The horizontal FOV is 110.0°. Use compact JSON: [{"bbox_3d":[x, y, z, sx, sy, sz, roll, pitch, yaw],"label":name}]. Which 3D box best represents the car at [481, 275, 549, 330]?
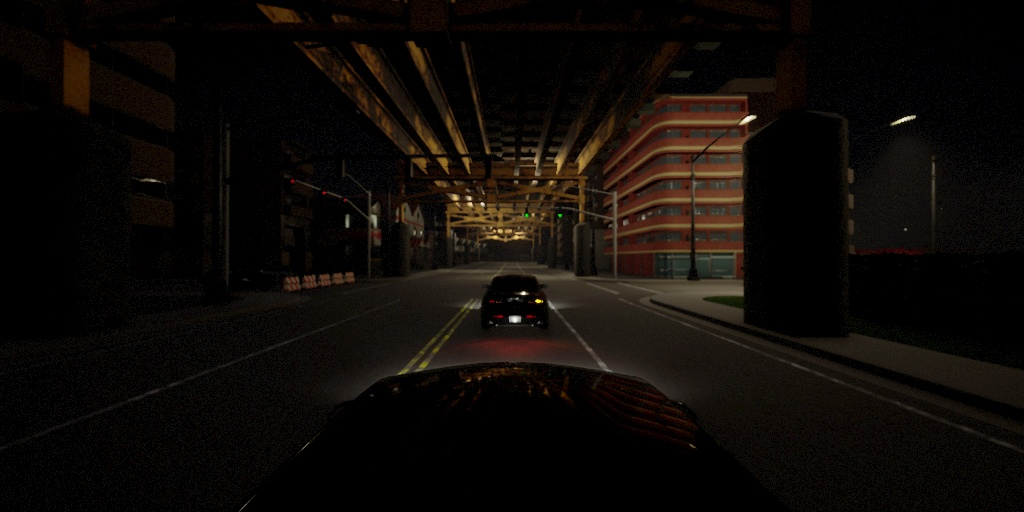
[{"bbox_3d":[0.088,1.325,11.391,1.837,1.490,4.892,0,0,0],"label":"car"}]
